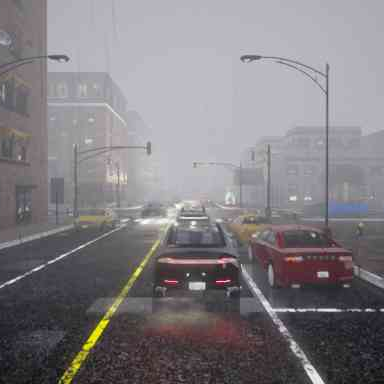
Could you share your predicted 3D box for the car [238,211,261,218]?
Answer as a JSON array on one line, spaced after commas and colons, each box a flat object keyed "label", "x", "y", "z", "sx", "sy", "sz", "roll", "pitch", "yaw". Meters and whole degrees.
[{"label": "car", "x": 2.652, "y": 1.527, "z": 14.870, "sx": 1.752, "sy": 1.417, "sz": 4.829, "roll": 0, "pitch": 0, "yaw": 0}]

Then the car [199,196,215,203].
[{"label": "car", "x": 2.566, "y": 1.466, "z": 52.869, "sx": 1.967, "sy": 1.590, "sz": 4.097, "roll": 0, "pitch": 0, "yaw": 0}]

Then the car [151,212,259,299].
[{"label": "car", "x": 0.084, "y": 1.491, "z": 8.459, "sx": 2.128, "sy": 1.511, "sz": 4.902, "roll": 0, "pitch": 0, "yaw": 0}]

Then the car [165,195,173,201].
[{"label": "car", "x": -5.890, "y": 1.603, "z": 86.848, "sx": 1.752, "sy": 1.417, "sz": 4.829, "roll": 0, "pitch": 0, "yaw": 0}]

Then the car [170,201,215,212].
[{"label": "car", "x": 0.060, "y": 1.494, "z": 18.828, "sx": 2.128, "sy": 1.511, "sz": 4.902, "roll": 0, "pitch": 0, "yaw": 0}]

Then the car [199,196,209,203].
[{"label": "car", "x": 2.529, "y": 1.600, "z": 69.959, "sx": 2.008, "sy": 1.369, "sz": 4.403, "roll": 0, "pitch": 0, "yaw": 0}]

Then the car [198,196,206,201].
[{"label": "car", "x": 2.491, "y": 1.629, "z": 87.049, "sx": 2.008, "sy": 1.369, "sz": 4.403, "roll": -1, "pitch": 0, "yaw": 0}]

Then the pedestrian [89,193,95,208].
[{"label": "pedestrian", "x": -12.725, "y": 1.083, "z": 42.248, "sx": 0.375, "sy": 1.860, "sz": 0.375, "roll": 0, "pitch": 0, "yaw": -1}]

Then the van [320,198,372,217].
[{"label": "van", "x": 14.589, "y": 1.415, "z": 31.190, "sx": 3.998, "sy": 1.788, "sz": 1.690, "roll": 0, "pitch": 0, "yaw": -1}]

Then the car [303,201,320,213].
[{"label": "car", "x": 14.582, "y": 1.599, "z": 36.979, "sx": 4.181, "sy": 1.385, "sz": 1.994, "roll": 0, "pitch": 0, "yaw": -1}]

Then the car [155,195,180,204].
[{"label": "car", "x": -3.381, "y": 1.511, "z": 47.278, "sx": 2.128, "sy": 1.511, "sz": 4.902, "roll": 0, "pitch": 0, "yaw": 4}]

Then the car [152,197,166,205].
[{"label": "car", "x": -5.826, "y": 1.584, "z": 58.535, "sx": 2.008, "sy": 1.369, "sz": 4.403, "roll": 0, "pitch": 0, "yaw": 0}]

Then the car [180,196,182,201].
[{"label": "car", "x": -3.201, "y": 1.530, "z": 61.997, "sx": 2.128, "sy": 1.511, "sz": 4.902, "roll": 0, "pitch": 0, "yaw": 0}]

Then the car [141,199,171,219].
[{"label": "car", "x": -3.162, "y": 1.576, "z": 28.654, "sx": 1.994, "sy": 1.385, "sz": 4.181, "roll": 0, "pitch": 0, "yaw": 0}]

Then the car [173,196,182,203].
[{"label": "car", "x": -3.166, "y": 1.580, "z": 74.426, "sx": 1.812, "sy": 1.442, "sz": 4.674, "roll": 0, "pitch": 0, "yaw": 0}]

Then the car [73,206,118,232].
[{"label": "car", "x": -5.741, "y": 1.529, "z": 20.213, "sx": 1.752, "sy": 1.417, "sz": 4.829, "roll": 0, "pitch": 0, "yaw": 0}]

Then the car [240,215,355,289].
[{"label": "car", "x": 2.665, "y": 1.545, "z": 9.003, "sx": 1.887, "sy": 1.381, "sz": 4.507, "roll": 0, "pitch": 0, "yaw": 0}]

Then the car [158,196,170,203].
[{"label": "car", "x": -5.851, "y": 1.600, "z": 69.928, "sx": 2.008, "sy": 1.369, "sz": 4.403, "roll": 0, "pitch": 0, "yaw": 0}]
